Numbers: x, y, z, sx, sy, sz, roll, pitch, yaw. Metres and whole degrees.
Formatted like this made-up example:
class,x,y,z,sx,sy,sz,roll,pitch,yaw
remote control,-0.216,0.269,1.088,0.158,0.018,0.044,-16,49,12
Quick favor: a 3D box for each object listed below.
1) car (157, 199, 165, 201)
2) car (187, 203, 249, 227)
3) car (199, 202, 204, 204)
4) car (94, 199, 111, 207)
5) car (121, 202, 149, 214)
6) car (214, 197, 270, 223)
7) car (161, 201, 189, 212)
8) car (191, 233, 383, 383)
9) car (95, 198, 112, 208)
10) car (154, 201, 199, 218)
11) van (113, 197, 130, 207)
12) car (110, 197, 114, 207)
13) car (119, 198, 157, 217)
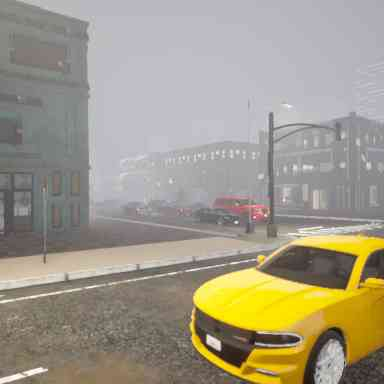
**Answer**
class,x,y,z,sx,sy,sz,roll,pitch,yaw
car,-4.964,1.770,45.262,2.097,1.767,4.553,-1,0,-36
car,1.878,1.814,25.404,1.947,1.339,4.313,-1,0,-35
car,0.775,1.903,41.643,1.802,1.307,4.206,-2,0,-35
car,-18.453,2.226,68.720,1.887,1.381,4.507,-1,0,-35
car,-7.432,2.011,43.235,1.994,1.385,4.181,-1,0,-35
car,3.933,1.445,27.199,2.150,2.045,5.566,-1,0,-35
car,-2.429,1.965,46.155,1.802,1.307,4.206,-2,0,-35
car,2.286,1.476,5.311,5.008,1.535,1.882,0,0,-35
car,-17.313,2.249,62.656,1.895,1.301,4.718,-1,0,-35
car,-1.718,1.936,35.168,1.895,1.301,4.718,-1,0,-35
van,-12.049,1.906,59.694,1.690,1.788,3.998,-1,0,-35
car,-15.254,1.938,64.207,2.192,1.841,5.009,-1,0,-35
car,-6.060,1.845,36.788,1.967,1.590,4.097,-1,0,-35
